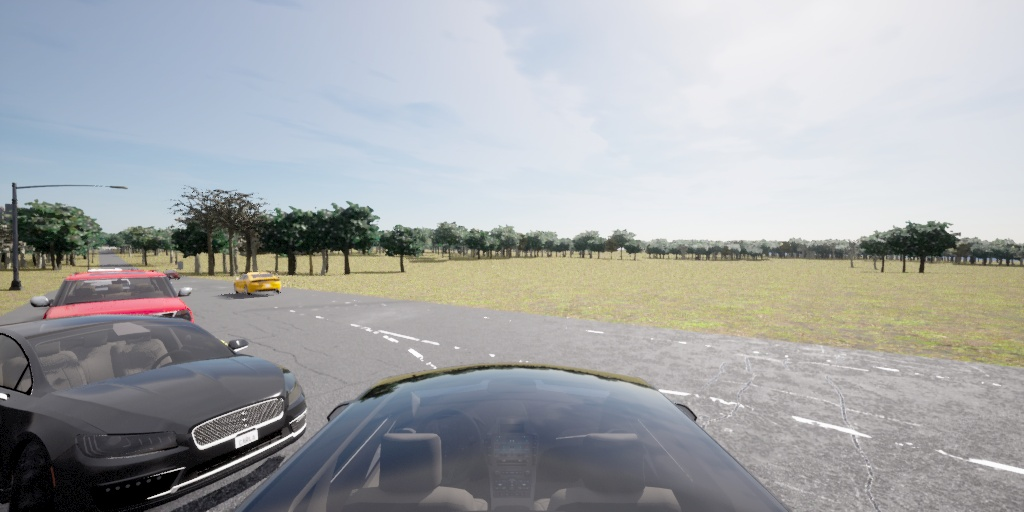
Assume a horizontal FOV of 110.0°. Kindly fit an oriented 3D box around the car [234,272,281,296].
[{"bbox_3d":[-18.062,1.896,25.353,5.008,1.535,1.882,-2,0,41],"label":"car"}]

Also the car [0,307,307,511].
[{"bbox_3d":[-4.557,1.445,3.985,4.892,1.490,1.837,-3,-3,21],"label":"car"}]

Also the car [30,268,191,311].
[{"bbox_3d":[-9.463,1.384,8.636,5.566,2.045,2.150,-2,0,41],"label":"car"}]
